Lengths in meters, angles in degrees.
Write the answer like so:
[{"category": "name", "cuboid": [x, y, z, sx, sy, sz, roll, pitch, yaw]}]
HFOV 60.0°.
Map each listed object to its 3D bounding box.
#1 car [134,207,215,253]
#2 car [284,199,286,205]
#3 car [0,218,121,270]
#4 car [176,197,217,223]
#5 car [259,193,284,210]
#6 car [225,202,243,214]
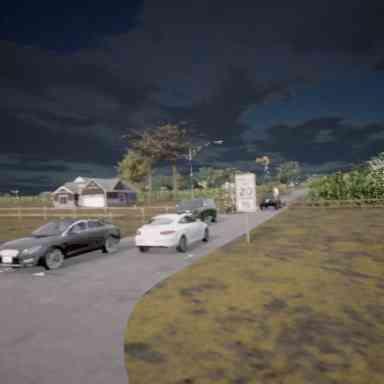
[{"category": "car", "cuboid": [-0.726, 1.611, 14.047, 1.812, 1.442, 4.674, -3, -1, 21]}, {"category": "car", "cuboid": [13.677, 1.514, 52.471, 2.033, 1.411, 5.357, -3, -1, 21]}, {"category": "car", "cuboid": [-4.599, 1.754, 12.234, 2.128, 1.511, 4.902, -4, -1, 23]}, {"category": "car", "cuboid": [0.235, 1.446, 24.770, 2.150, 2.045, 5.566, -3, -2, 20]}, {"category": "car", "cuboid": [10.084, 1.223, 42.806, 2.150, 2.045, 5.566, -3, -1, 22]}, {"category": "car", "cuboid": [5.136, 1.782, 37.725, 1.895, 1.301, 4.718, -3, -1, 21]}]
